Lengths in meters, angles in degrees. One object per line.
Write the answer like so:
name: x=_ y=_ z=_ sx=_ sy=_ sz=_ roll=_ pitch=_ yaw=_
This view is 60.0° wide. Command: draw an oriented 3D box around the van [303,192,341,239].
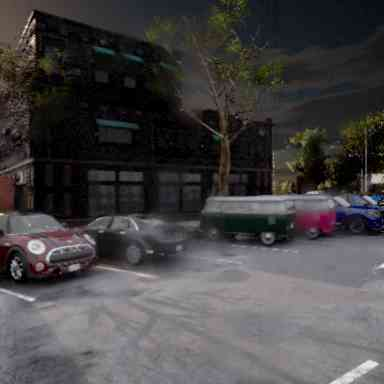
van: x=4.744 y=1.172 z=16.606 sx=4.442 sy=1.987 sz=1.878 roll=-1 pitch=0 yaw=35

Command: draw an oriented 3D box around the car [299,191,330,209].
car: x=16.236 y=0.973 z=43.935 sx=2.435 sy=2.045 sz=5.566 roll=0 pitch=1 yaw=36

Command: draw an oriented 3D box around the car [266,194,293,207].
car: x=12.982 y=1.218 z=49.090 sx=1.946 sy=1.575 sz=5.366 roll=-1 pitch=1 yaw=36

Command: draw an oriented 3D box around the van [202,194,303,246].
van: x=2.335 y=1.192 z=14.888 sx=4.442 sy=1.987 sz=1.878 roll=-1 pitch=0 yaw=35

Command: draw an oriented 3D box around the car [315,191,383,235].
car: x=7.277 y=1.124 z=18.252 sx=5.566 sy=2.045 sz=2.435 roll=-1 pitch=-1 yaw=34

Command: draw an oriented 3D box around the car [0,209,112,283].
car: x=-4.814 y=1.351 z=9.686 sx=4.553 sy=1.767 sz=2.185 roll=-1 pitch=-1 yaw=35

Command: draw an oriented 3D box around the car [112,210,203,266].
car: x=-2.374 y=1.457 z=11.389 sx=4.892 sy=1.521 sz=2.231 roll=-1 pitch=0 yaw=34
